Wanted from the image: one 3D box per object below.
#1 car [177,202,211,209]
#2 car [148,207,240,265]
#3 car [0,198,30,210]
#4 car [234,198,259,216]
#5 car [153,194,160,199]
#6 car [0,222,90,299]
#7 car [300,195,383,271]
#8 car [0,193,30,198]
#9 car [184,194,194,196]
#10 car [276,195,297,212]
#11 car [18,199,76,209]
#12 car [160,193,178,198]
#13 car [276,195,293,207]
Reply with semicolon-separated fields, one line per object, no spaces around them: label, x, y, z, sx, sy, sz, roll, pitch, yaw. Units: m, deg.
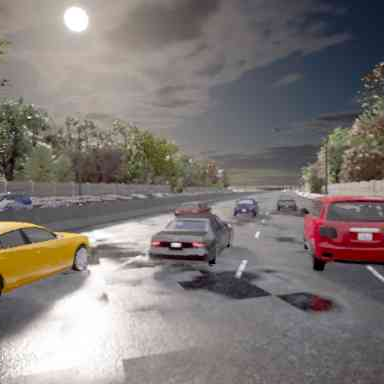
car;0.172;1.409;25.170;1.895;1.301;4.718;0;0;15
car;0.207;1.457;11.414;2.033;1.411;5.357;0;0;15
car;-14.364;1.432;25.647;1.812;1.442;4.674;0;0;14
car;4.721;1.277;28.717;1.812;1.442;4.674;0;0;15
car;-6.587;1.080;69.049;1.812;1.442;4.674;0;0;15
car;-4.340;1.445;7.841;1.882;1.535;5.008;0;1;15
car;4.710;1.110;10.366;2.150;2.045;5.566;0;0;15
car;-16.901;1.114;29.849;2.150;2.045;5.566;0;0;15
car;-0.544;1.105;64.584;1.994;1.385;4.181;0;0;15
car;9.735;1.167;34.304;2.128;1.511;4.902;0;0;15
car;-10.622;1.423;26.181;2.033;1.411;5.357;0;0;15
car;-4.032;1.065;65.032;1.837;1.490;4.892;0;1;15
car;12.384;1.147;44.660;1.994;1.385;4.181;0;0;15
